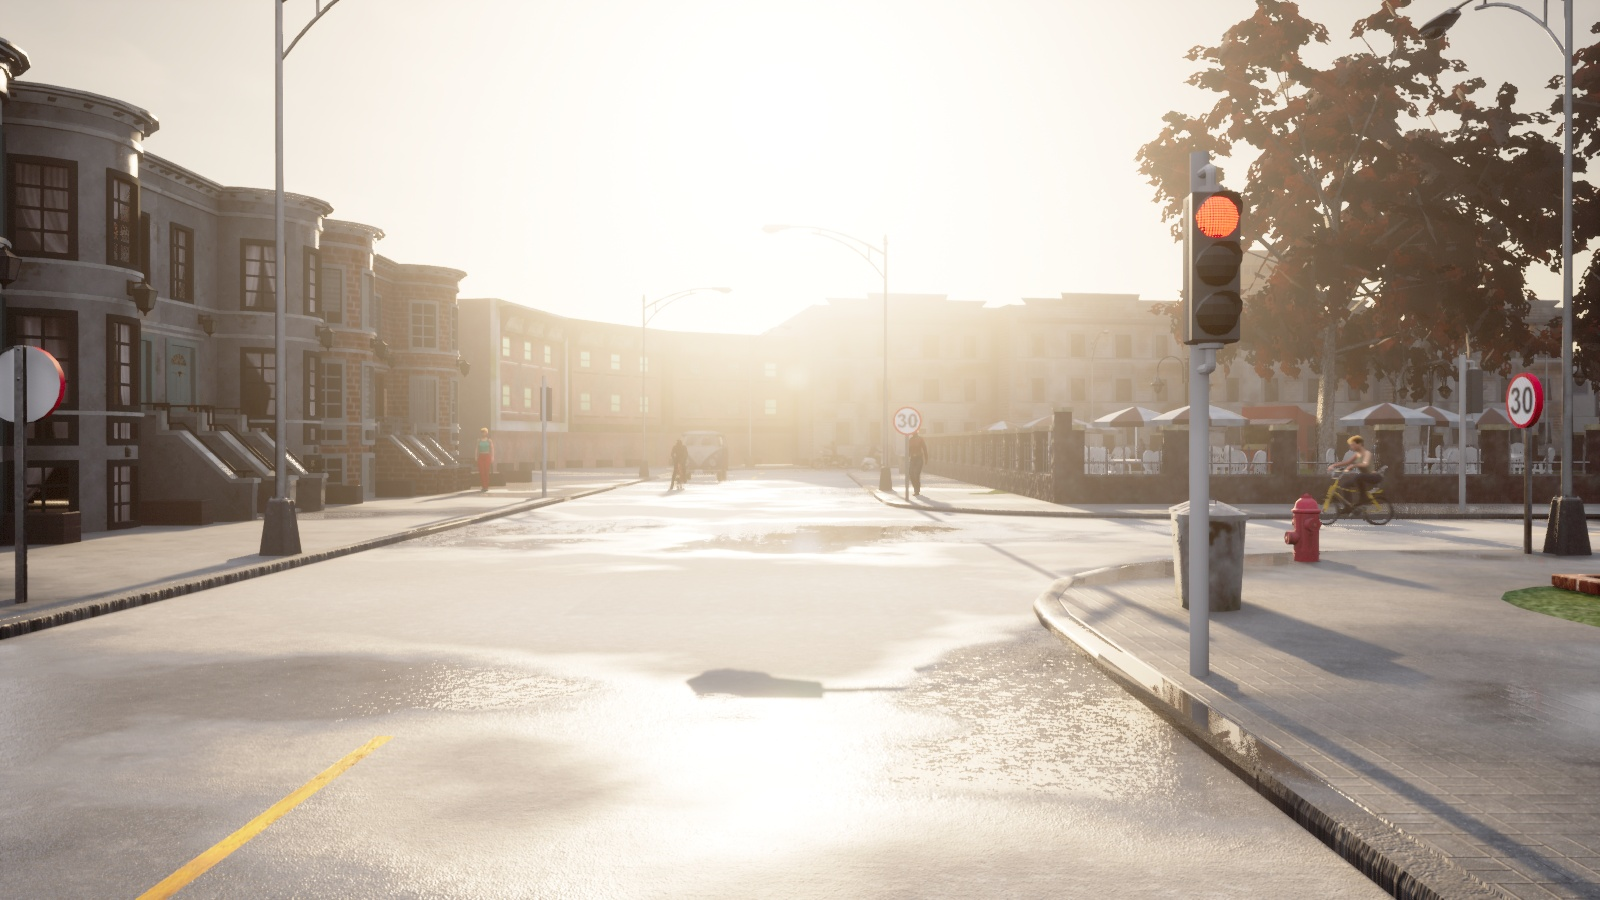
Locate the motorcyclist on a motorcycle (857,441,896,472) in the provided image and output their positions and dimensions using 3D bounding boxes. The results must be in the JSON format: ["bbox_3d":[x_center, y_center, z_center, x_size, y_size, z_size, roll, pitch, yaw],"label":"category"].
[{"bbox_3d":[4.060,0.329,66.512,1.817,1.590,0.866,0,3,-30],"label":"motorcyclist on a motorcycle"}]

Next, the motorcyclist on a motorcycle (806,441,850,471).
[{"bbox_3d":[1.564,0.304,70.077,2.350,1.649,0.766,0,2,-26],"label":"motorcyclist on a motorcycle"}]

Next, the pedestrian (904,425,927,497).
[{"bbox_3d":[3.003,0.271,32.638,0.331,1.846,0.636,0,0,31],"label":"pedestrian"}]

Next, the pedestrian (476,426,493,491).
[{"bbox_3d":[-9.024,0.246,35.909,0.345,1.836,0.594,0,0,0],"label":"pedestrian"}]

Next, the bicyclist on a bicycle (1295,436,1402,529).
[{"bbox_3d":[9.732,0.565,22.328,1.509,1.612,0.866,0,0,0],"label":"bicyclist on a bicycle"}]

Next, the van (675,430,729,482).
[{"bbox_3d":[-3.840,0.214,49.913,1.775,1.987,4.442,0,0,0],"label":"van"}]
